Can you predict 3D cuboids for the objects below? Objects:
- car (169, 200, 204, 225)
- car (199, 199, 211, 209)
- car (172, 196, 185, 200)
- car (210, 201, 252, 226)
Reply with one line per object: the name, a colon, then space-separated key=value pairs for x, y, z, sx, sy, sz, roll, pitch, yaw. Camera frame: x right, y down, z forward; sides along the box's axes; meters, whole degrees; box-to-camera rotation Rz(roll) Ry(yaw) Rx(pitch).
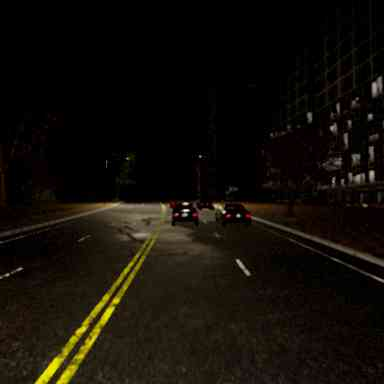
car: x=-0.531 y=1.517 z=23.793 sx=2.033 sy=1.411 sz=5.357 roll=0 pitch=0 yaw=-3
car: x=1.558 y=1.527 z=41.261 sx=2.033 sy=1.411 sz=5.357 roll=0 pitch=0 yaw=-5
car: x=-1.684 y=1.322 z=40.889 sx=2.097 sy=1.767 sz=4.553 roll=0 pitch=0 yaw=-5
car: x=2.756 y=1.522 z=23.105 sx=2.033 sy=1.411 sz=5.357 roll=0 pitch=0 yaw=-3
